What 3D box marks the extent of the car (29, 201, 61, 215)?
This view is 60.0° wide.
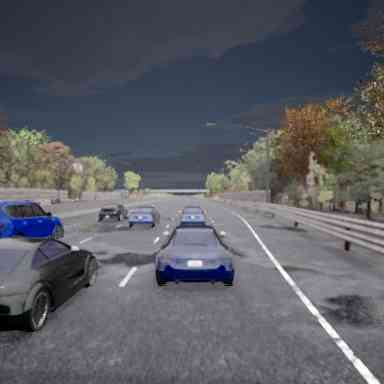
[{"bbox_3d":[-17.601,1.897,40.113,1.812,1.442,4.674,0,-1,0],"label":"car"}]

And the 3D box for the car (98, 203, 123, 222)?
[{"bbox_3d":[-6.914,1.776,29.642,1.837,1.490,4.892,0,0,0],"label":"car"}]

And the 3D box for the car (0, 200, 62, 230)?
[{"bbox_3d":[-6.911,1.333,12.757,2.150,2.045,5.566,0,-1,0],"label":"car"}]

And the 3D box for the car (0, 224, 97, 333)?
[{"bbox_3d":[-3.431,1.627,6.925,1.994,1.385,4.181,0,0,0],"label":"car"}]

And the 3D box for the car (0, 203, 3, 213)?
[{"bbox_3d":[-24.602,1.963,39.170,1.895,1.301,4.718,0,-1,0],"label":"car"}]

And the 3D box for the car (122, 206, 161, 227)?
[{"bbox_3d":[-3.421,1.771,24.637,2.033,1.411,5.357,0,0,0],"label":"car"}]

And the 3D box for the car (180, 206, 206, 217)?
[{"bbox_3d":[0.079,1.771,24.658,2.033,1.411,5.357,0,0,0],"label":"car"}]

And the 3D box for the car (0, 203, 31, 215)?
[{"bbox_3d":[-21.103,1.963,39.182,1.895,1.301,4.718,0,-1,0],"label":"car"}]

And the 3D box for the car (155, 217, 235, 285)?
[{"bbox_3d":[0.079,1.652,9.758,1.994,1.385,4.181,0,0,0],"label":"car"}]
